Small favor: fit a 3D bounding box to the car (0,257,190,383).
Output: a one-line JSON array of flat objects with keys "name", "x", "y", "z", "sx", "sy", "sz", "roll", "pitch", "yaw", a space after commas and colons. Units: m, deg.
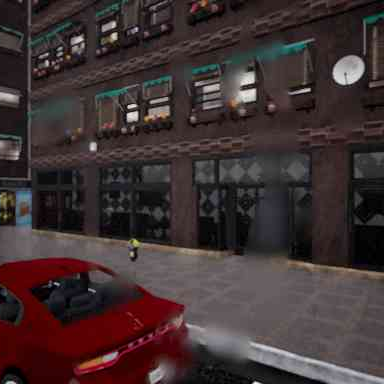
[{"name": "car", "x": -2.130, "y": 1.562, "z": 4.385, "sx": 4.507, "sy": 1.381, "sz": 1.887, "roll": 0, "pitch": 0, "yaw": 35}]
